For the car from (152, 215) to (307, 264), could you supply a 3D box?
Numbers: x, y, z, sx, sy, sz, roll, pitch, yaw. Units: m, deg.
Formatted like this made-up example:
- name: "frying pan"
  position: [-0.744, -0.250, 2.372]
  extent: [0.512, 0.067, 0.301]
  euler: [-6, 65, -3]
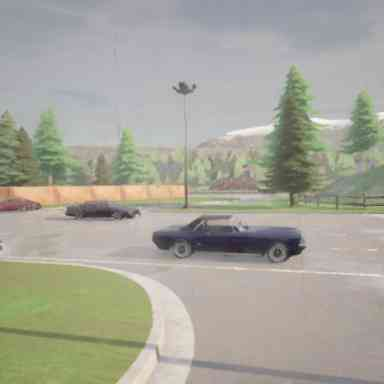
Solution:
- name: "car"
  position: [1.223, 1.417, 10.799]
  extent: [4.718, 1.301, 1.895]
  euler: [-1, 1, 15]

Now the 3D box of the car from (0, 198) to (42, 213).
- name: "car"
  position: [-17.457, 1.312, 33.471]
  extent: [4.181, 1.385, 1.994]
  euler: [-1, 1, -4]

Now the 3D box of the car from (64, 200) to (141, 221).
- name: "car"
  position: [-6.390, 1.278, 23.797]
  extent: [5.357, 1.411, 2.033]
  euler: [-1, 1, 15]
